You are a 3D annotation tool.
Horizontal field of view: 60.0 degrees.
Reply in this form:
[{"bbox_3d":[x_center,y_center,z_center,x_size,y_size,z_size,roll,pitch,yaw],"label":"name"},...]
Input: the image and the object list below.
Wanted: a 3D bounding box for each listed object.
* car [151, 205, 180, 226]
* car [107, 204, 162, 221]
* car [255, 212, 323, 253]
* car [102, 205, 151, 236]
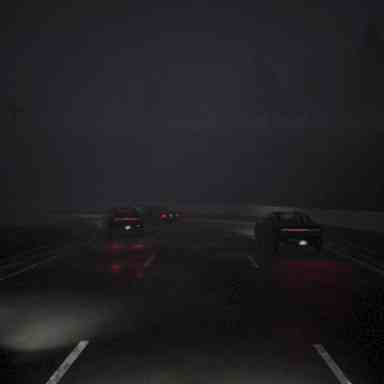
[{"bbox_3d":[-3.299,1.713,24.947,5.357,1.411,2.033,0,-1,44],"label":"car"},{"bbox_3d":[-5.209,1.800,30.133,4.718,1.301,1.895,0,-1,28],"label":"car"},{"bbox_3d":[3.938,1.591,14.166,2.128,1.511,4.902,0,0,0],"label":"car"},{"bbox_3d":[-4.064,1.619,19.311,2.128,1.511,4.902,1,-1,-19],"label":"car"}]
